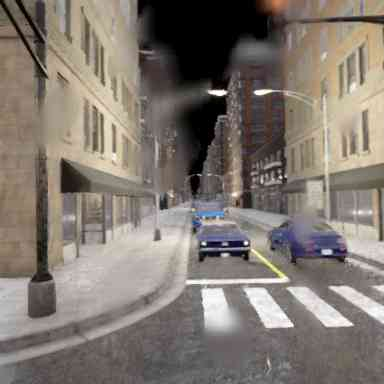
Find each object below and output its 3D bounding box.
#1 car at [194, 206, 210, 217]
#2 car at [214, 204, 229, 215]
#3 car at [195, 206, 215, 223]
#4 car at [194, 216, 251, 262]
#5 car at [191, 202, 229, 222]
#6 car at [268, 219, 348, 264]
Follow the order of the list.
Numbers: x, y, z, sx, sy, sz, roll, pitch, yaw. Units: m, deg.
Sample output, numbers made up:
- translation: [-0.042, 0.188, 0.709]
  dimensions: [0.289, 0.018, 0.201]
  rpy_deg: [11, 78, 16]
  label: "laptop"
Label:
- translation: [1.313, 2.513, 43.500]
  dimensions: [1.895, 1.301, 4.718]
  rpy_deg: [-1, -1, 1]
  label: "car"
- translation: [4.234, 2.484, 48.334]
  dimensions: [1.812, 1.442, 4.674]
  rpy_deg: [-1, -1, 0]
  label: "car"
- translation: [1.235, 2.224, 33.435]
  dimensions: [1.812, 1.442, 4.674]
  rpy_deg: [-1, -1, 0]
  label: "car"
- translation: [1.146, 1.875, 13.488]
  dimensions: [1.895, 1.301, 4.718]
  rpy_deg: [-1, -1, 0]
  label: "car"
- translation: [1.177, 1.705, 23.329]
  dimensions: [2.150, 2.045, 5.566]
  rpy_deg: [-1, -1, 0]
  label: "car"
- translation: [4.150, 1.720, 12.490]
  dimensions: [1.812, 1.442, 4.674]
  rpy_deg: [-1, -1, 0]
  label: "car"
